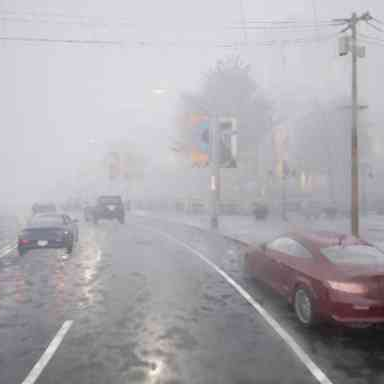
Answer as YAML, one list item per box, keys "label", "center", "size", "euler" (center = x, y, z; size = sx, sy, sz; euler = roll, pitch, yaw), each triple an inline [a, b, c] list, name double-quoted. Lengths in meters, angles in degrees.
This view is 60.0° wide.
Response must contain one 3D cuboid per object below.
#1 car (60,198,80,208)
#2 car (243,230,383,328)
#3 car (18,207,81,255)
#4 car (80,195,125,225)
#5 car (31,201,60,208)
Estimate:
- label: "car"
  center: [-14.493, 1.450, 39.568]
  size: [2.097, 1.767, 4.553]
  euler: [0, 0, -28]
- label: "car"
  center: [2.529, 1.521, 6.964]
  size: [2.002, 1.452, 4.674]
  euler: [0, 0, -9]
- label: "car"
  center: [-5.698, 1.562, 13.487]
  size: [1.812, 1.442, 4.674]
  euler: [0, 0, -16]
- label: "car"
  center: [-6.658, 1.271, 24.943]
  size: [2.150, 2.045, 5.566]
  euler: [0, -1, -27]
- label: "car"
  center: [-14.044, 1.563, 31.410]
  size: [1.882, 1.535, 5.008]
  euler: [0, 0, -28]
